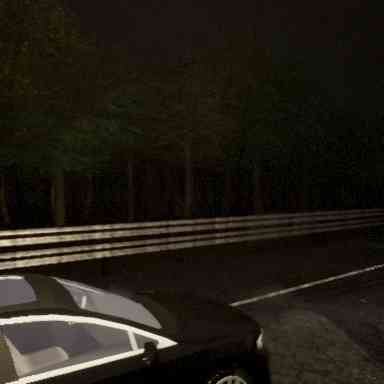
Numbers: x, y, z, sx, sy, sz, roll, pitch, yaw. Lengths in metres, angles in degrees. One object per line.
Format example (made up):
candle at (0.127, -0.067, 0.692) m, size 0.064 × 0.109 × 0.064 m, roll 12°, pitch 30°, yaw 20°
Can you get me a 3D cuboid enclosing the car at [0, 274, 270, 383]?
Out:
car at (-1.434, 1.491, 2.722) m, size 4.902 × 1.511 × 2.128 m, roll 0°, pitch 0°, yaw -36°
